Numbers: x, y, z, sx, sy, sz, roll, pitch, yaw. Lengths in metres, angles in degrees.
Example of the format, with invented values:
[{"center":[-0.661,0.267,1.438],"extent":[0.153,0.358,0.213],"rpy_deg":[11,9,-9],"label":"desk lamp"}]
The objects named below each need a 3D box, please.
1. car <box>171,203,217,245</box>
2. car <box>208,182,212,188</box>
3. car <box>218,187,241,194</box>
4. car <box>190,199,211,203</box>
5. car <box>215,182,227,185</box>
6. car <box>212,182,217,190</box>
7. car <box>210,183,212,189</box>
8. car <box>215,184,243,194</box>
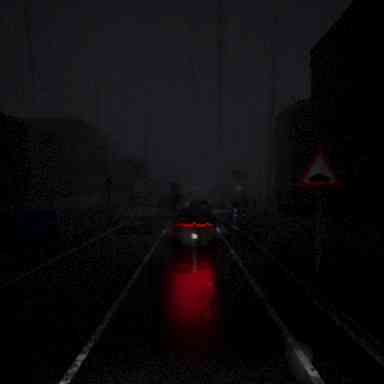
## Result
[{"center":[0.095,1.442,15.079],"extent":[1.837,1.490,4.892],"rpy_deg":[0,0,0],"label":"car"},{"center":[7.899,-1.449,94.327],"extent":[5.008,1.535,2.097],"rpy_deg":[0,2,-1],"label":"car"},{"center":[8.158,-0.416,72.306],"extent":[4.674,1.452,2.002],"rpy_deg":[0,3,-1],"label":"car"},{"center":[0.681,1.281,29.693],"extent":[1.994,1.385,4.181],"rpy_deg":[0,1,9],"label":"car"},{"center":[8.090,-0.719,75.049],"extent":[4.553,1.767,2.185],"rpy_deg":[0,3,-1],"label":"car"},{"center":[8.119,-0.977,77.796],"extent":[5.566,2.045,2.435],"rpy_deg":[0,3,-1],"label":"car"},{"center":[7.966,-1.221,88.820],"extent":[4.892,1.521,2.231],"rpy_deg":[0,2,-1],"label":"car"},{"center":[8.002,-0.319,69.548],"extent":[5.366,1.575,1.946],"rpy_deg":[0,3,-1],"label":"car"}]
